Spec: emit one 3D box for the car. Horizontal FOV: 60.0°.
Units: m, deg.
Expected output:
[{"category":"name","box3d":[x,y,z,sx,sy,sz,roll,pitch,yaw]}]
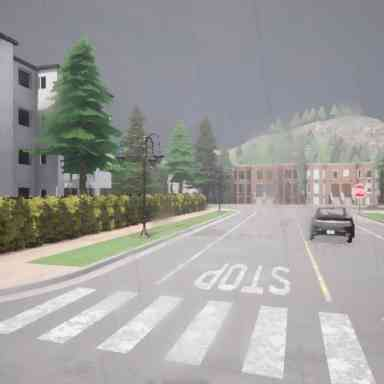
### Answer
[{"category":"car","box3d":[6.852,1.489,16.383,2.128,1.511,4.902,1,0,23]}]
